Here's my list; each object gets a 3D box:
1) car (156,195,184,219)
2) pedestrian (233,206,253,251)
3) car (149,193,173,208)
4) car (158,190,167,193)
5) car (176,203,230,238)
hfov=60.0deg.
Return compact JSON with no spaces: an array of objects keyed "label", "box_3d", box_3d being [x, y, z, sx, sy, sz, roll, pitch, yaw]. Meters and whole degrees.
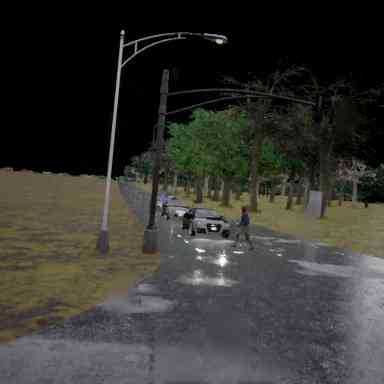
[{"label":"car","box_3d":[-1.394,1.390,27.079,2.128,1.511,4.902,5,0,-13]},{"label":"pedestrian","box_3d":[2.080,1.426,13.424,0.375,1.860,0.375,4,1,-13]},{"label":"car","box_3d":[-3.671,1.205,36.836,2.128,1.511,4.902,5,0,-13]},{"label":"car","box_3d":[-5.713,0.744,61.810,2.150,2.045,5.566,5,0,-13]},{"label":"car","box_3d":[0.655,1.603,18.326,1.994,1.385,4.181,5,0,-13]}]
